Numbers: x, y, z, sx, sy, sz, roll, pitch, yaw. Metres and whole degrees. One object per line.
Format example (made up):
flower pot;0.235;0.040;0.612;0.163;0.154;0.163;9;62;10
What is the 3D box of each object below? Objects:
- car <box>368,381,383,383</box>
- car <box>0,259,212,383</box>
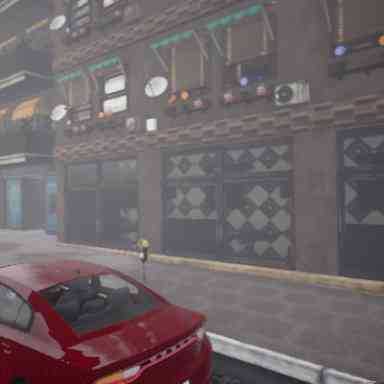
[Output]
car;2.601;1.554;0.889;4.507;1.381;1.887;0;-1;36
car;-1.902;1.525;4.100;4.507;1.381;1.887;0;-1;36
